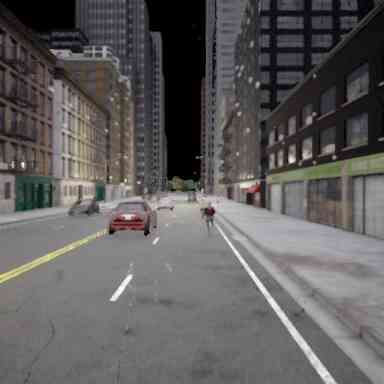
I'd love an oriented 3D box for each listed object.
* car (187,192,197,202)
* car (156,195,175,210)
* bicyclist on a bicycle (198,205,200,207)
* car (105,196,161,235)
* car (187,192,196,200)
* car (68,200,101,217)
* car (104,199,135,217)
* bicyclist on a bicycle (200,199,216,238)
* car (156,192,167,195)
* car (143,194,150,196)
[{"bbox_3d":[0.050,1.306,67.436,2.128,1.511,4.902,0,0,0],"label":"car"},{"bbox_3d":[-3.160,1.417,41.051,1.812,1.442,4.674,0,0,0],"label":"car"},{"bbox_3d":[0.901,1.364,26.820,0.866,1.612,1.509,0,0,0],"label":"bicyclist on a bicycle"},{"bbox_3d":[-3.153,1.301,18.572,2.097,1.767,4.553,0,0,0],"label":"car"},{"bbox_3d":[-0.019,0.990,83.251,2.150,2.045,5.566,0,0,0],"label":"car"},{"bbox_3d":[-9.846,1.442,30.801,1.812,1.442,4.674,0,0,0],"label":"car"},{"bbox_3d":[-6.596,1.443,30.800,1.812,1.442,4.674,0,0,0],"label":"car"},{"bbox_3d":[0.890,1.325,16.618,0.659,1.776,1.843,0,0,0],"label":"bicyclist on a bicycle"},{"bbox_3d":[-6.517,0.943,71.982,2.150,2.045,5.566,0,0,0],"label":"car"},{"bbox_3d":[-9.767,1.242,72.013,1.812,1.442,4.674,0,0,0],"label":"car"}]
